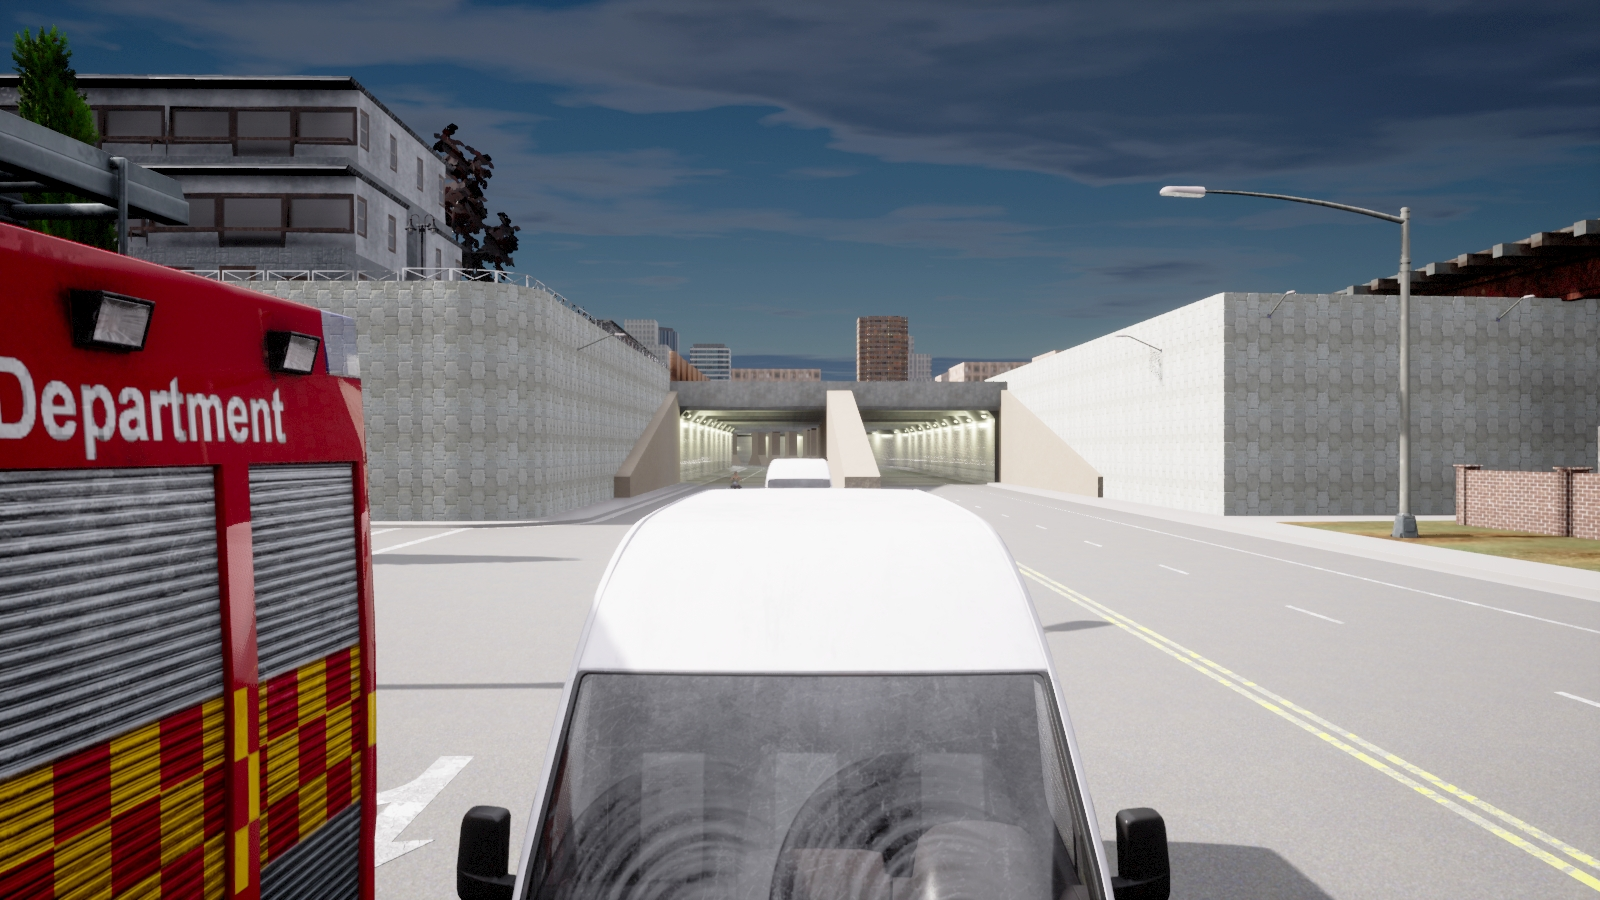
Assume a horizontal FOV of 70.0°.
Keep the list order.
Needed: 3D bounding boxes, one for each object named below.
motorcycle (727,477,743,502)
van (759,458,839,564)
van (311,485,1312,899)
[{"bbox_3d":[-3.548,2.170,62.760,0.764,1.277,2.356,0,0,0],"label":"motorcycle"},{"bbox_3d":[-0.031,1.534,31.230,1.988,2.561,5.915,0,0,0],"label":"van"},{"bbox_3d":[0.047,1.534,5.226,1.988,2.561,5.915,0,0,1],"label":"van"}]
